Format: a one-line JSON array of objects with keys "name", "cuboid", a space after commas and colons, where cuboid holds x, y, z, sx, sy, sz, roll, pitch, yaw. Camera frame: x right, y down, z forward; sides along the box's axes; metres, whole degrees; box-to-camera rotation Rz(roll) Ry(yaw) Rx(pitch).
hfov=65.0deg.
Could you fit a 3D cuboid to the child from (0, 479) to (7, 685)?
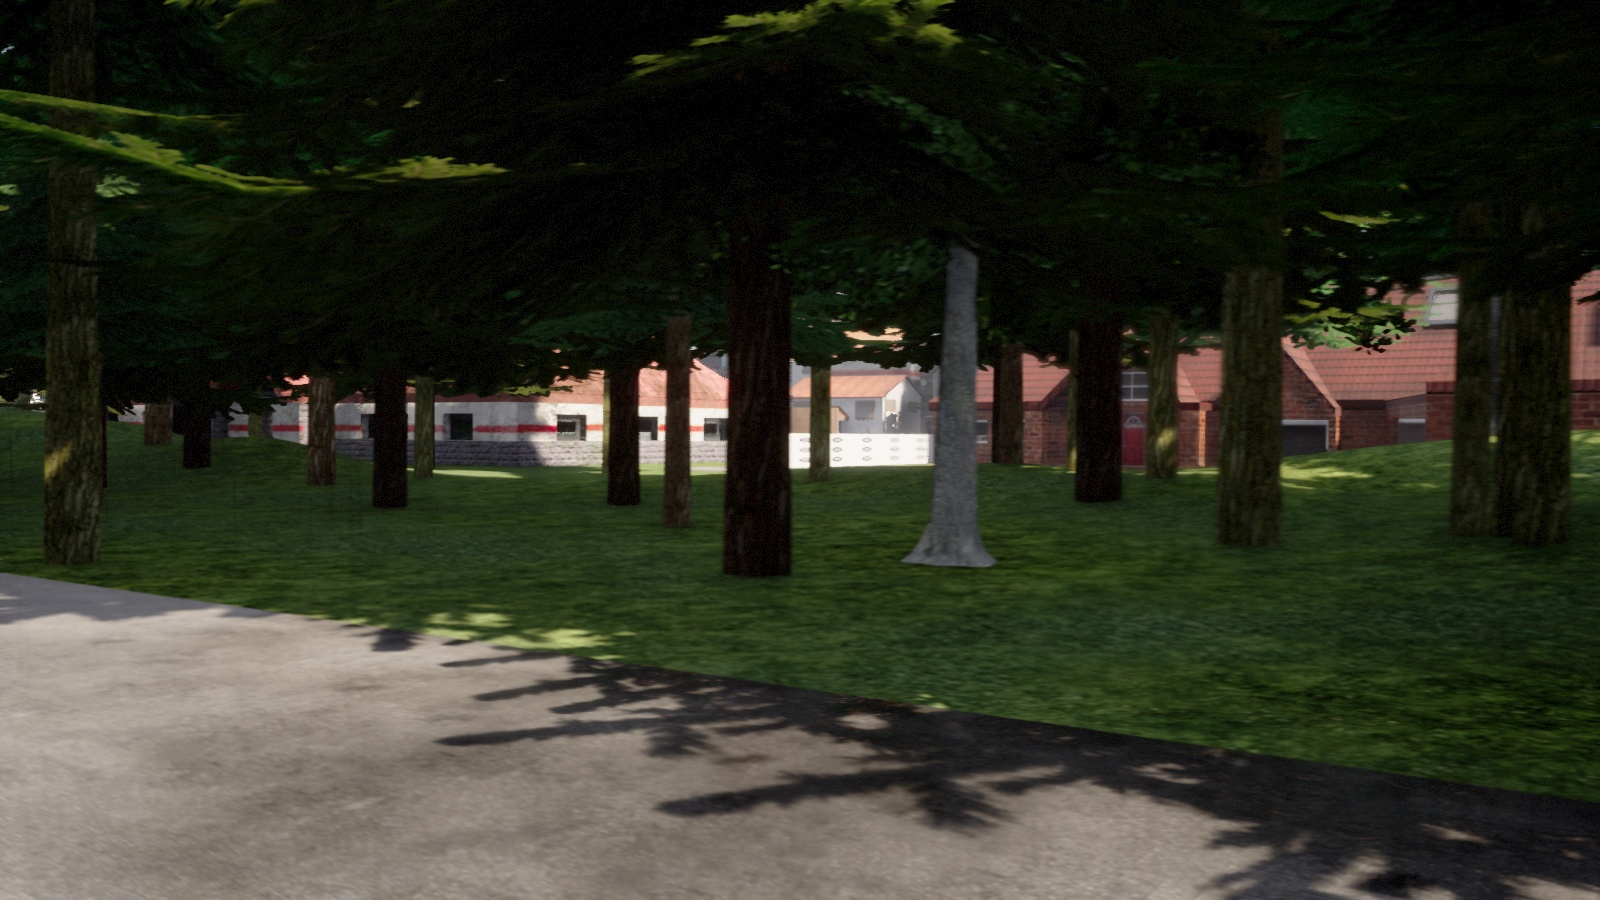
[{"name": "child", "cuboid": [-4.899, 0.766, 7.297, 0.448, 1.192, 0.343, 0, 1, 38]}]
